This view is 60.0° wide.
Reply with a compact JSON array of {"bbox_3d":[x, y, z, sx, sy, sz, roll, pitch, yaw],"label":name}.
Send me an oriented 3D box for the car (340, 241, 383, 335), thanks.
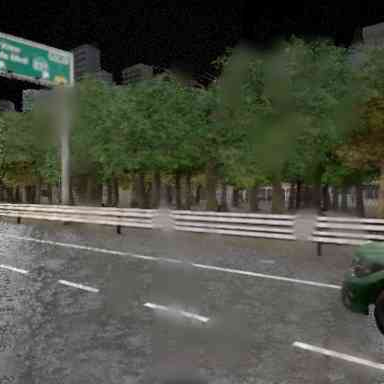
[{"bbox_3d":[5.102,1.223,4.530,5.566,2.045,2.150,0,0,35],"label":"car"}]
